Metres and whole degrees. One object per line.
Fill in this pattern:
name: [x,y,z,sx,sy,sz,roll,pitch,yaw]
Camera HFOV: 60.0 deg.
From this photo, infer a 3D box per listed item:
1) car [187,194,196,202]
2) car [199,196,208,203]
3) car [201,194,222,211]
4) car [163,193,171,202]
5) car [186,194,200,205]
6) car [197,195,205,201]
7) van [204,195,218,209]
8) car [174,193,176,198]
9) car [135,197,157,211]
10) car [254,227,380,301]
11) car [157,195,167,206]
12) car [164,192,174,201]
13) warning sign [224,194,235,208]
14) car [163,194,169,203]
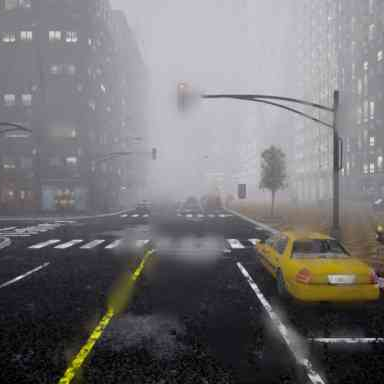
car: [-0.233,1.433,79.658,2.097,1.767,4.553,0,0,0]
car: [2.471,1.612,73.662,1.887,1.381,4.507,0,0,0]
car: [2.568,1.332,40.503,2.192,1.841,5.009,0,0,0]
car: [-5.894,1.497,68.111,1.967,1.590,4.097,0,0,0]
car: [-0.067,1.544,57.783,1.837,1.490,4.892,0,0,0]
car: [2.422,1.625,90.412,1.752,1.417,4.829,0,0,0]
van: [2.551,1.364,46.029,1.690,1.788,3.998,0,0,0]
car: [-5.957,1.625,90.048,1.752,1.417,4.829,0,0,0]
car: [-5.811,1.568,40.478,2.008,1.369,4.403,0,0,0]
car: [2.664,1.526,8.260,1.752,1.417,4.829,0,0,0]
car: [-5.860,1.589,57.057,2.008,1.369,4.403,0,0,0]
car: [-5.926,1.517,79.164,1.967,1.590,4.097,0,0,0]
warning sign: [4.945,1.136,43.767,1.300,1.860,1.060,0,0,0]
car: [-5.877,1.592,62.583,1.887,1.381,4.507,0,0,0]
